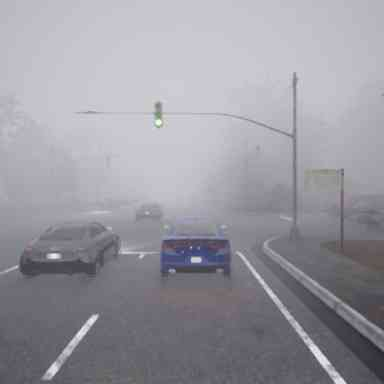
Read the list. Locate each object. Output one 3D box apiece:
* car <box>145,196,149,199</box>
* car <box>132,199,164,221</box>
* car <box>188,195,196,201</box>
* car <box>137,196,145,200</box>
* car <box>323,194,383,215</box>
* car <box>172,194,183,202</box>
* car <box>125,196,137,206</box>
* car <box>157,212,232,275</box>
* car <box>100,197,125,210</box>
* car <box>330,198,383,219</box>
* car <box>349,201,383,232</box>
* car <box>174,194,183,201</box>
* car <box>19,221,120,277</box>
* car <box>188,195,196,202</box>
[{"bbox_3d":[-10.516,1.539,72.366,1.994,1.385,4.181,0,0,0],"label":"car"},{"bbox_3d":[-3.406,1.560,27.333,1.994,1.385,4.181,0,0,0],"label":"car"},{"bbox_3d":[-0.018,1.410,83.962,2.033,1.411,5.357,0,0,0],"label":"car"},{"bbox_3d":[-10.514,1.517,62.340,1.812,1.442,4.674,0,0,0],"label":"car"},{"bbox_3d":[14.716,1.217,29.782,5.566,2.045,2.150,0,0,2],"label":"car"},{"bbox_3d":[-3.516,1.542,75.804,1.994,1.385,4.181,0,0,0],"label":"car"},{"bbox_3d":[-10.537,1.556,52.736,1.994,1.385,4.181,0,0,2],"label":"car"},{"bbox_3d":[0.097,1.476,10.449,1.882,1.535,5.008,0,0,0],"label":"car"},{"bbox_3d":[-10.595,1.485,43.384,2.128,1.511,4.902,0,0,0],"label":"car"},{"bbox_3d":[14.008,1.474,26.296,5.008,1.535,1.882,0,0,3],"label":"car"},{"bbox_3d":[12.243,1.489,19.297,4.902,1.511,2.128,0,0,4],"label":"car"},{"bbox_3d":[-3.518,1.343,85.873,2.097,1.767,4.553,0,0,0],"label":"car"},{"bbox_3d":[-3.499,1.563,10.250,1.994,1.385,4.181,0,0,-2],"label":"car"},{"bbox_3d":[-0.016,1.523,73.543,2.033,1.411,5.357,0,0,0],"label":"car"}]
